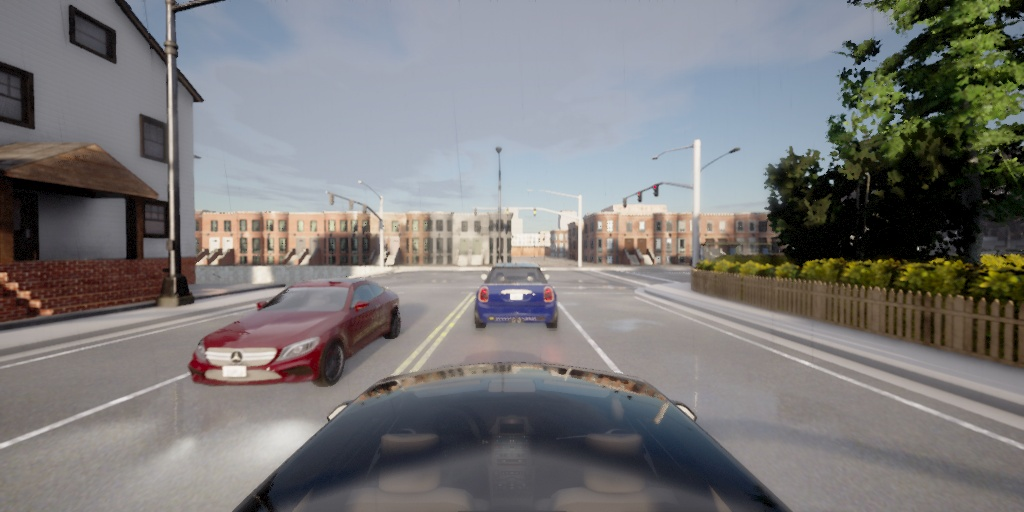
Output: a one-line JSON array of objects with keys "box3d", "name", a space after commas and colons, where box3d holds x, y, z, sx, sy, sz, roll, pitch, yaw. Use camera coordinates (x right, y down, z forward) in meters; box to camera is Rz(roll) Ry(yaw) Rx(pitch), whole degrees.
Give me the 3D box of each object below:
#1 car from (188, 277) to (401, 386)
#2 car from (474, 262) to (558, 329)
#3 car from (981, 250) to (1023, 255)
[{"box3d": [-3.563, 1.185, 6.936, 1.812, 1.442, 4.674, 0, 1, 0], "name": "car"}, {"box3d": [0.103, 0.949, 10.729, 2.097, 1.767, 4.553, 0, 1, 0], "name": "car"}, {"box3d": [40.793, 0.479, 30.494, 5.566, 2.045, 2.150, 0, 1, 0], "name": "car"}]
